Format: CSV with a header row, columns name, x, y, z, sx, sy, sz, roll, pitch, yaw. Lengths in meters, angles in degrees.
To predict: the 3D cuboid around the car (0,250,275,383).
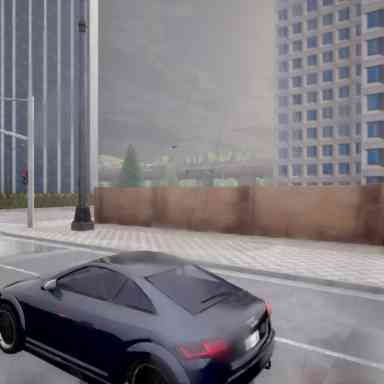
name,x,y,z,sx,sy,sz,roll,pitch,yaw
car,-1.000,1.564,4.717,4.181,1.385,1.994,0,0,35
